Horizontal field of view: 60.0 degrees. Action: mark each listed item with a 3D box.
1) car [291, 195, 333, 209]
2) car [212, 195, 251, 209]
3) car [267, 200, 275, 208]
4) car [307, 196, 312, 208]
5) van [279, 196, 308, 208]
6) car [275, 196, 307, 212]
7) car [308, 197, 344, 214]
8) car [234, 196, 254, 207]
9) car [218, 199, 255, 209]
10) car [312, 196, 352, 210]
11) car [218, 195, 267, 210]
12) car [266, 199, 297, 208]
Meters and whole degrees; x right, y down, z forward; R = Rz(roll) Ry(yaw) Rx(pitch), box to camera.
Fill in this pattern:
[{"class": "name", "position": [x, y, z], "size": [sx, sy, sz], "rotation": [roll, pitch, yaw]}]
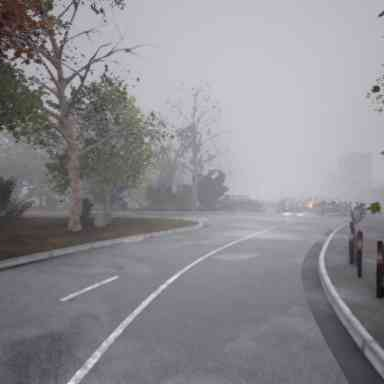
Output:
[{"class": "car", "position": [18.333, 1.580, 50.983], "size": [5.566, 2.045, 2.435], "rotation": [0, -1, -8]}, {"class": "car", "position": [6.008, 1.528, 50.935], "size": [5.566, 2.045, 2.435], "rotation": [0, -1, -8]}, {"class": "car", "position": [13.257, 2.102, 59.996], "size": [2.033, 1.411, 5.357], "rotation": [0, -2, -8]}, {"class": "car", "position": [18.765, 1.782, 48.094], "size": [5.008, 1.535, 2.097], "rotation": [0, -1, -8]}, {"class": "van", "position": [17.400, 1.744, 57.104], "size": [4.442, 1.987, 1.878], "rotation": [0, -1, -8]}, {"class": "car", "position": [11.918, 1.503, 40.393], "size": [2.097, 1.767, 4.553], "rotation": [0, -1, 4]}, {"class": "car", "position": [15.350, 1.646, 38.356], "size": [2.128, 1.511, 4.902], "rotation": [1, 0, 7]}, {"class": "car", "position": [9.625, 1.810, 61.842], "size": [2.150, 2.045, 5.566], "rotation": [0, -2, -8]}, {"class": "car", "position": [6.376, 1.729, 48.162], "size": [4.892, 1.521, 2.231], "rotation": [0, -1, -8]}, {"class": "car", "position": [19.165, 1.606, 45.087], "size": [4.553, 1.767, 2.185], "rotation": [0, -1, -8]}, {"class": "car", "position": [6.773, 1.432, 45.527], "size": [5.566, 2.045, 2.435], "rotation": [0, -1, -8]}, {"class": "car", "position": [16.889, 2.133, 63.036], "size": [5.366, 1.575, 1.946], "rotation": [0, -2, -8]}]
